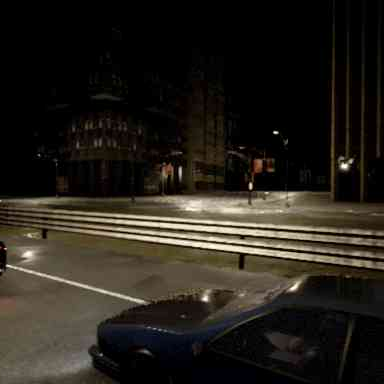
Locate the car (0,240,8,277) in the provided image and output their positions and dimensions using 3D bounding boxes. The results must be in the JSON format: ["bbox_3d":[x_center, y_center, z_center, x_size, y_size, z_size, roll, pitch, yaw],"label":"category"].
[{"bbox_3d":[-6.633,1.460,8.613,4.892,1.490,1.837,0,0,36],"label":"car"}]

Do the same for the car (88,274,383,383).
[{"bbox_3d":[1.408,1.546,2.990,5.357,1.411,2.033,0,0,36],"label":"car"}]
